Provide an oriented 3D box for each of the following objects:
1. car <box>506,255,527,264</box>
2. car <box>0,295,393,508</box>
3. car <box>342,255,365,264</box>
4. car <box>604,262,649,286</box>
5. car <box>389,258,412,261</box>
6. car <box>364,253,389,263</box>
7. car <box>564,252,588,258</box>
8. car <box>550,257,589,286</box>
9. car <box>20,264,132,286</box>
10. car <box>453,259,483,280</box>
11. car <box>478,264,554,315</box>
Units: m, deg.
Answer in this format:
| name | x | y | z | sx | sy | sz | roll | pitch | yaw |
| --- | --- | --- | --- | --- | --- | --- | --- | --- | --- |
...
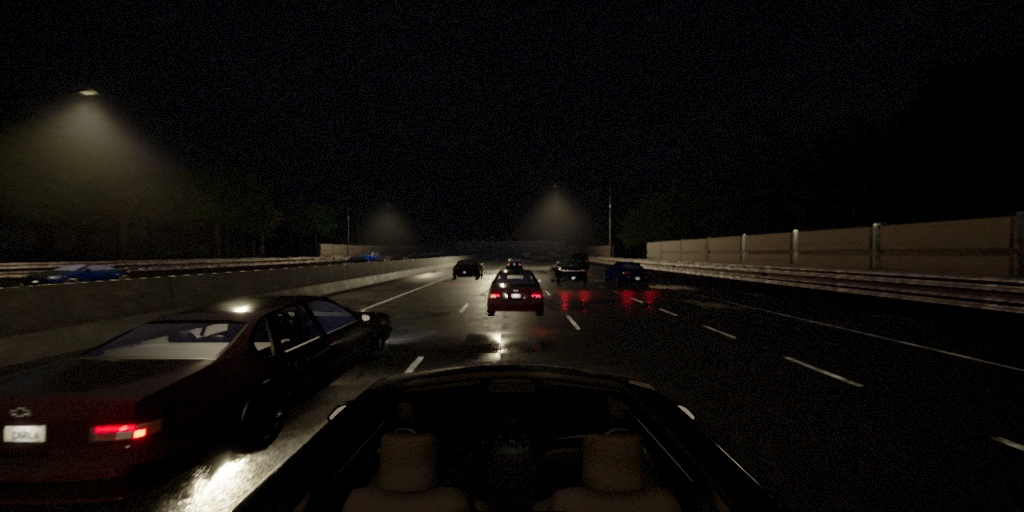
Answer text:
| name | x | y | z | sx | sy | sz | roll | pitch | yaw |
| --- | --- | --- | --- | --- | --- | --- | --- | --- | --- |
| car | 0.251 | 0.925 | 39.952 | 2.033 | 1.411 | 5.357 | 0 | 1 | 0 |
| car | -3.398 | 1.263 | 5.014 | 2.033 | 1.411 | 5.357 | 0 | 1 | 0 |
| car | -20.858 | 0.820 | 47.869 | 1.812 | 1.442 | 4.674 | 0 | 1 | 1 |
| car | 7.154 | 1.072 | 22.652 | 1.812 | 1.442 | 4.674 | 0 | 1 | 0 |
| car | -13.878 | 0.910 | 46.503 | 1.895 | 1.301 | 4.718 | 0 | 1 | 1 |
| car | -17.357 | 0.784 | 47.972 | 2.128 | 1.511 | 4.902 | 0 | 1 | 1 |
| car | 7.258 | 0.595 | 40.582 | 2.150 | 2.045 | 5.566 | 0 | 1 | 0 |
| car | 3.547 | 1.035 | 22.997 | 2.128 | 1.511 | 4.902 | 0 | 1 | 0 |
| car | -24.558 | 1.128 | 20.451 | 1.994 | 1.385 | 4.181 | 0 | 1 | 0 |
| car | -3.328 | 0.975 | 27.680 | 1.882 | 1.535 | 5.008 | 0 | 1 | 0 |
| car | 0.114 | 1.185 | 12.957 | 2.033 | 1.411 | 5.357 | 0 | 1 | 0 |
